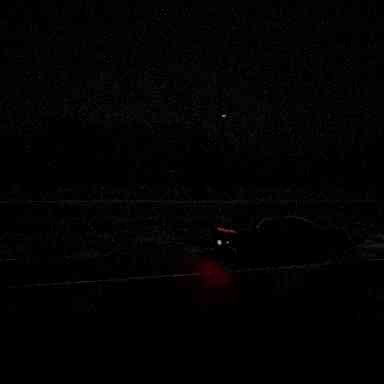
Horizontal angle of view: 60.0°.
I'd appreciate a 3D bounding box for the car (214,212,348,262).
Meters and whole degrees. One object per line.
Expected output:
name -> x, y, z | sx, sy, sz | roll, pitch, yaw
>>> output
car -> 3.221, 1.485, 11.881 | 4.902, 1.511, 2.128 | 0, 0, -19
